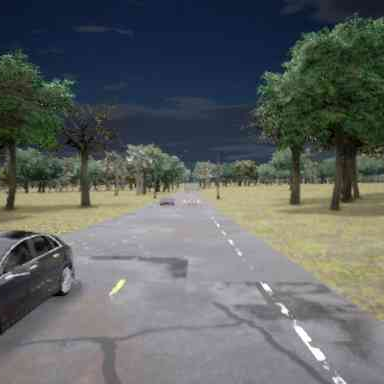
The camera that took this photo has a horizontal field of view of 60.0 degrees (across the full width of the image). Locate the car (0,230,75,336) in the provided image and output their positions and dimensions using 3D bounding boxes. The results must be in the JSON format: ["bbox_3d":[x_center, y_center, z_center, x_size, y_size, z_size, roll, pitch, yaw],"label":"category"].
[{"bbox_3d":[-3.600,1.504,5.795,1.837,1.490,4.892,0,0,0],"label":"car"}]

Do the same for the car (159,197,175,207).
[{"bbox_3d":[-3.575,1.384,48.503,1.994,1.385,4.181,0,0,0],"label":"car"}]

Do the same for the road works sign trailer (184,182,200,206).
[{"bbox_3d":[-0.005,0.255,51.430,2.380,3.560,2.880,0,1,0],"label":"road works sign trailer"}]
